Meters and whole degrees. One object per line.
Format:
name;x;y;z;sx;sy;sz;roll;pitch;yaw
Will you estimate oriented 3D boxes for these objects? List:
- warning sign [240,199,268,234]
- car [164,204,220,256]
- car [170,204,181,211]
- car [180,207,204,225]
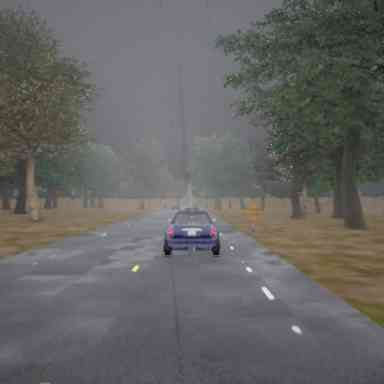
warning sign;3.596;1.415;19.318;1.300;1.860;1.060;3;2;0
car;-0.001;1.543;14.078;2.097;1.767;4.553;0;-1;0
car;-3.520;3.259;71.121;2.033;1.411;5.357;0;-2;0
car;-0.004;2.095;29.377;1.994;1.385;4.181;0;-1;0
